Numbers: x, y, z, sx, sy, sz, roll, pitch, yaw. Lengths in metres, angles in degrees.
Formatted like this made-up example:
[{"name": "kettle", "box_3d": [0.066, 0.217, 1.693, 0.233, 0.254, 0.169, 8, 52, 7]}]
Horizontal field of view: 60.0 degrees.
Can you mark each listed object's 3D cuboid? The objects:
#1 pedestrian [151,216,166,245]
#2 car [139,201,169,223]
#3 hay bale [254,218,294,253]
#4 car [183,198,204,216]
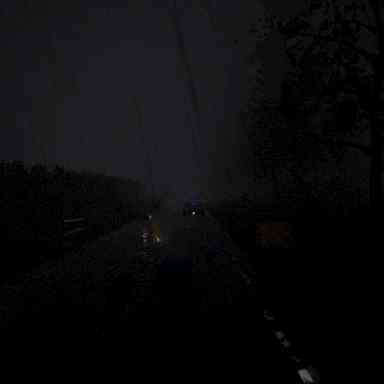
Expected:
[{"name": "pedestrian", "box_3d": [-1.416, 1.568, 14.037, 0.375, 1.300, 0.375, 0, 0, 0]}, {"name": "car", "box_3d": [-2.800, 1.473, 25.247, 2.128, 1.511, 4.902, 0, 0, 0]}, {"name": "hay bale", "box_3d": [3.154, 1.648, 12.907, 1.220, 1.180, 1.240, 0, 0, 0]}, {"name": "car", "box_3d": [0.162, 1.574, 31.703, 1.895, 1.301, 4.718, 0, 0, 0]}]
